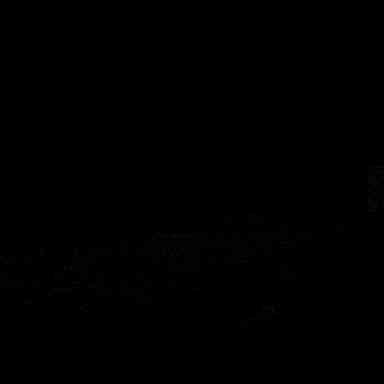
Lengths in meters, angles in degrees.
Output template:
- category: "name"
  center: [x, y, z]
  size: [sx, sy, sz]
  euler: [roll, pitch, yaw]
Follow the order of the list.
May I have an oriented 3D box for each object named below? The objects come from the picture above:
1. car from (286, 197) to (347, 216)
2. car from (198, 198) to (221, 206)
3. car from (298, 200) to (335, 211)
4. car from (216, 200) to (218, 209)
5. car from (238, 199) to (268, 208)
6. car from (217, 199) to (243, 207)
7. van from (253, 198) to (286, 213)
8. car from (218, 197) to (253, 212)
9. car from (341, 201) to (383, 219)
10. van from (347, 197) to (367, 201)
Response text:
- category: "car"
  center: [12.840, 1.517, 34.591]
  size: [2.192, 1.841, 5.009]
  euler: [-1, 0, -36]
- category: "car"
  center: [3.265, 1.929, 62.658]
  size: [2.008, 1.369, 4.403]
  euler: [-1, 0, -36]
- category: "car"
  center: [16.474, 1.736, 44.176]
  size: [1.947, 1.339, 4.313]
  euler: [-1, 0, -36]
- category: "car"
  center: [2.938, 1.915, 48.454]
  size: [2.008, 1.369, 4.403]
  euler: [-1, 0, -36]
- category: "car"
  center: [9.770, 1.803, 53.556]
  size: [1.752, 1.417, 4.829]
  euler: [-1, 0, -36]
- category: "car"
  center: [6.567, 1.872, 58.037]
  size: [1.887, 1.381, 4.507]
  euler: [-1, 0, -36]
- category: "van"
  center: [9.538, 1.599, 39.212]
  size: [1.690, 1.788, 3.998]
  euler: [-1, 0, -36]
- category: "car"
  center: [6.235, 1.627, 43.832]
  size: [2.192, 1.841, 5.009]
  euler: [-1, 0, -36]
- category: "car"
  center: [16.148, 1.726, 29.970]
  size: [1.802, 1.307, 4.206]
  euler: [-1, 0, -36]
- category: "van"
  center: [19.771, 1.455, 39.555]
  size: [1.690, 1.788, 3.998]
  euler: [-1, 0, -36]
